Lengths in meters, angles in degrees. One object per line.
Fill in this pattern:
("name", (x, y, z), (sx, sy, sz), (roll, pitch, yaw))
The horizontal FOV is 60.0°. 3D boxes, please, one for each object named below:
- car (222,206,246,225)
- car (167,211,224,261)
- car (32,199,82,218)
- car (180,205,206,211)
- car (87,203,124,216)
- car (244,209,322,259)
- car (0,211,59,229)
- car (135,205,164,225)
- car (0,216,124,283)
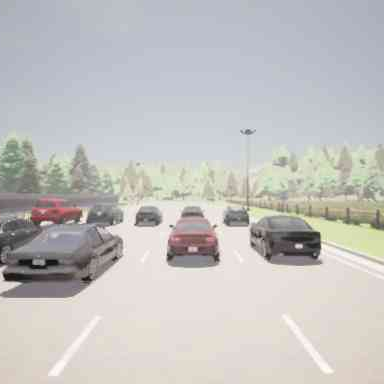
("car", (3.540, 1.857, 27.273), (2.128, 1.511, 4.902), (0, -1, 1))
("car", (0.050, 1.700, 12.949), (1.812, 1.442, 4.674), (0, -1, 0))
("car", (-10.473, 1.572, 26.089), (2.150, 2.045, 5.566), (0, 0, 1))
("car", (0.041, 1.872, 27.300), (1.837, 1.490, 4.892), (0, 0, 1))
("car", (-6.959, 1.715, 27.183), (2.097, 1.767, 4.553), (0, -1, 1))
("car", (3.551, 1.658, 13.440), (1.882, 1.535, 5.008), (0, 0, 0))
("car", (-6.957, 1.672, 12.303), (1.837, 1.490, 4.892), (0, 0, 1))
("car", (-3.459, 1.871, 27.300), (1.837, 1.490, 4.892), (0, 0, 1))
("car", (-3.480, 1.684, 10.101), (2.033, 1.411, 5.357), (0, -1, 0))
